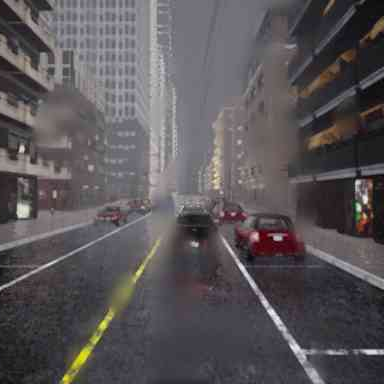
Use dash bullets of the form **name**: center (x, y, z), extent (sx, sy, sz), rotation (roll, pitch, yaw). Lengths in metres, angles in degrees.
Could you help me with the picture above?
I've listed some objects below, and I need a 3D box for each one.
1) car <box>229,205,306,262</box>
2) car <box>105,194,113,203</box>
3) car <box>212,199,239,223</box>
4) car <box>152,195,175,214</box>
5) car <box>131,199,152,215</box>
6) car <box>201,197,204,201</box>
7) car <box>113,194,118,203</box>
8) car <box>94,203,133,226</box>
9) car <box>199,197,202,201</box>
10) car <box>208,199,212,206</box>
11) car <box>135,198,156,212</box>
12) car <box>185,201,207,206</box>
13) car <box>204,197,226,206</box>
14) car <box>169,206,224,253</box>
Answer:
- **car**: center (2.693, 1.482, 12.354), extent (1.967, 1.590, 4.097), rotation (0, 0, 0)
- **car**: center (-17.554, 1.227, 60.136), extent (5.009, 1.841, 2.192), rotation (1, -1, 0)
- **car**: center (2.694, 1.522, 23.719), extent (1.967, 1.590, 4.097), rotation (0, 0, 0)
- **car**: center (-3.090, 1.353, 37.085), extent (2.150, 2.045, 5.566), rotation (0, 0, 0)
- **car**: center (-5.685, 1.564, 35.083), extent (1.967, 1.590, 4.097), rotation (0, 0, 0)
- **car**: center (2.695, 1.732, 46.449), extent (1.947, 1.339, 4.313), rotation (0, 0, 0)
- **car**: center (-17.688, 1.278, 68.514), extent (5.009, 1.841, 2.192), rotation (1, -1, 0)
- **car**: center (-5.686, 1.664, 23.717), extent (1.802, 1.307, 4.206), rotation (0, 0, 0)
- **car**: center (2.748, 1.918, 88.472), extent (1.802, 1.307, 4.206), rotation (0, 0, 0)
- **car**: center (2.695, 1.628, 29.571), extent (1.752, 1.417, 4.829), rotation (0, 0, 0)
- **car**: center (-5.685, 1.585, 40.765), extent (1.967, 1.590, 4.097), rotation (0, 0, 0)
- **car**: center (0.095, 1.702, 29.061), extent (1.895, 1.301, 4.718), rotation (0, 0, 0)
- **car**: center (2.695, 1.438, 35.085), extent (2.192, 1.841, 5.009), rotation (0, 0, 0)
- **car**: center (0.093, 1.553, 13.815), extent (1.837, 1.490, 4.892), rotation (0, 0, 0)
